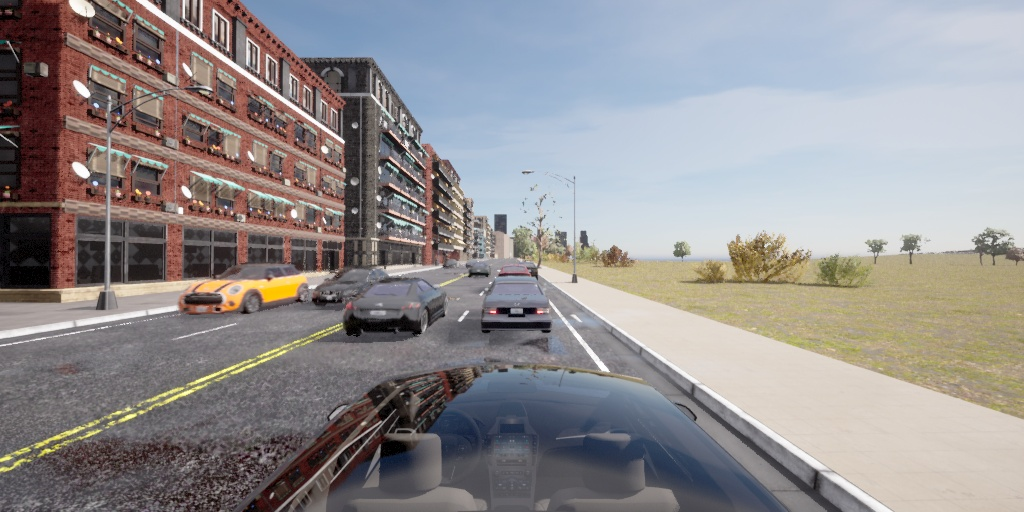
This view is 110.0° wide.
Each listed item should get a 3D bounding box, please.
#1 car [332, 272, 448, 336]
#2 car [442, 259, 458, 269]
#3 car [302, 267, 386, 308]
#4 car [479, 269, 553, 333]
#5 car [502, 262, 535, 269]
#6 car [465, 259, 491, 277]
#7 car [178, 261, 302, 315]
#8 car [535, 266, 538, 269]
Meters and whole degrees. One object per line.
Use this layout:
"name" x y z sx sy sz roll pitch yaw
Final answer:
"car" -3.140 1.315 10.430 1.994 1.385 4.181 0 0 0
"car" -9.760 1.257 56.650 1.837 1.490 4.892 0 0 0
"car" -6.582 1.257 15.380 1.837 1.490 4.892 0 0 0
"car" 0.112 1.299 10.684 2.033 1.411 5.357 0 0 0
"car" 0.130 1.231 21.224 1.882 1.535 5.008 0 0 0
"car" -3.102 1.318 35.442 1.994 1.385 4.181 0 0 0
"car" -9.835 1.104 13.598 2.097 1.767 4.553 0 0 0
"car" 1.178 1.232 30.662 1.882 1.535 5.008 0 0 0
